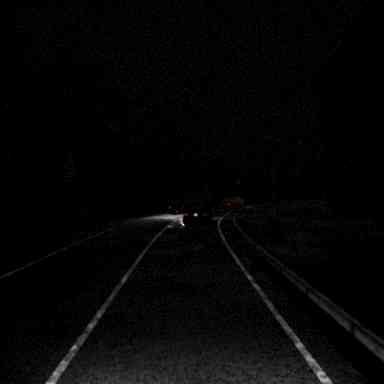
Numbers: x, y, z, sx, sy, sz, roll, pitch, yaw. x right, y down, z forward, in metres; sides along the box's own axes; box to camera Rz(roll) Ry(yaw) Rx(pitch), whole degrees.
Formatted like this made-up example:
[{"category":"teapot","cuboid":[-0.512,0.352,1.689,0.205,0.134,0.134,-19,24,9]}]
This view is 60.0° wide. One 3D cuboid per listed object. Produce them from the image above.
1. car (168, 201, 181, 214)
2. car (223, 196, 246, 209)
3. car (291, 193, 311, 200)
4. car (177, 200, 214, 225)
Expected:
[{"category":"car","cuboid":[-0.892,1.548,34.369,1.895,1.301,4.718,-2,0,16]},{"category":"car","cuboid":[5.283,1.258,41.347,1.882,1.535,5.008,-3,0,23]},{"category":"car","cuboid":[22.494,0.887,68.676,4.718,1.301,1.895,-2,-3,-38]},{"category":"car","cuboid":[0.514,1.475,23.460,2.033,1.411,5.357,-1,0,6]}]
